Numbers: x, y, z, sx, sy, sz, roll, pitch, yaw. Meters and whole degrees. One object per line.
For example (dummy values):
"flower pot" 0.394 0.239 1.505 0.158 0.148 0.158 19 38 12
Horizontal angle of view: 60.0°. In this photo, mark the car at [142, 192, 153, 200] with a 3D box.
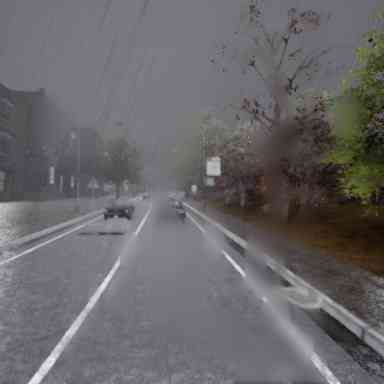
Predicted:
"car" -8.916 0.795 66.522 1.837 1.490 4.892 0 1 -5

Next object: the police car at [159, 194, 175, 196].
"police car" -3.137 1.001 41.885 1.930 1.638 5.238 0 1 -5

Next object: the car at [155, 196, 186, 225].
"car" -1.441 1.281 22.406 2.128 1.511 4.902 0 1 -5

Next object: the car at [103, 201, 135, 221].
"car" -5.359 1.348 24.875 1.895 1.301 4.718 0 1 -5
